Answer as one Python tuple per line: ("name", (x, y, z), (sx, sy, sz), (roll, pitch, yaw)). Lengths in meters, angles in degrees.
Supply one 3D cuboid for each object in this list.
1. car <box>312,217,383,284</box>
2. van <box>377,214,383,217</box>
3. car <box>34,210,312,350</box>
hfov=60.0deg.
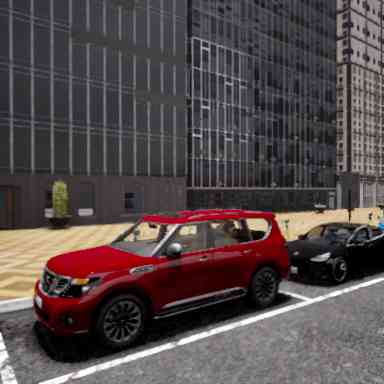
("car", (4.282, 1.570, 9.609), (4.313, 1.339, 1.947), (0, 0, -35))
("van", (8.780, 1.348, 12.813), (3.998, 1.788, 1.690), (0, 0, -35))
("car", (-0.219, 1.316, 6.407), (5.009, 1.841, 2.192), (0, 0, -35))
